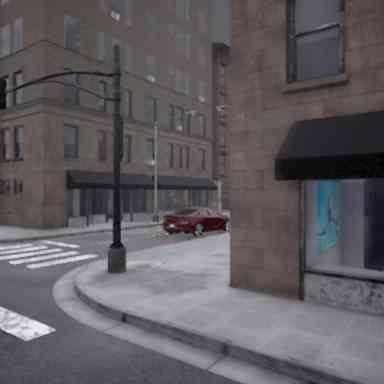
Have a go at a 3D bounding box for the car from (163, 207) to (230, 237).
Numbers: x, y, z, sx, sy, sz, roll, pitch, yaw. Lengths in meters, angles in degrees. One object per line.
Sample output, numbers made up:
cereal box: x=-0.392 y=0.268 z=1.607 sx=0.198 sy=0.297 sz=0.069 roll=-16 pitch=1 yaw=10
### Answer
car: x=0.445 y=1.587 z=18.937 sx=1.882 sy=1.535 sz=5.008 roll=0 pitch=0 yaw=36
